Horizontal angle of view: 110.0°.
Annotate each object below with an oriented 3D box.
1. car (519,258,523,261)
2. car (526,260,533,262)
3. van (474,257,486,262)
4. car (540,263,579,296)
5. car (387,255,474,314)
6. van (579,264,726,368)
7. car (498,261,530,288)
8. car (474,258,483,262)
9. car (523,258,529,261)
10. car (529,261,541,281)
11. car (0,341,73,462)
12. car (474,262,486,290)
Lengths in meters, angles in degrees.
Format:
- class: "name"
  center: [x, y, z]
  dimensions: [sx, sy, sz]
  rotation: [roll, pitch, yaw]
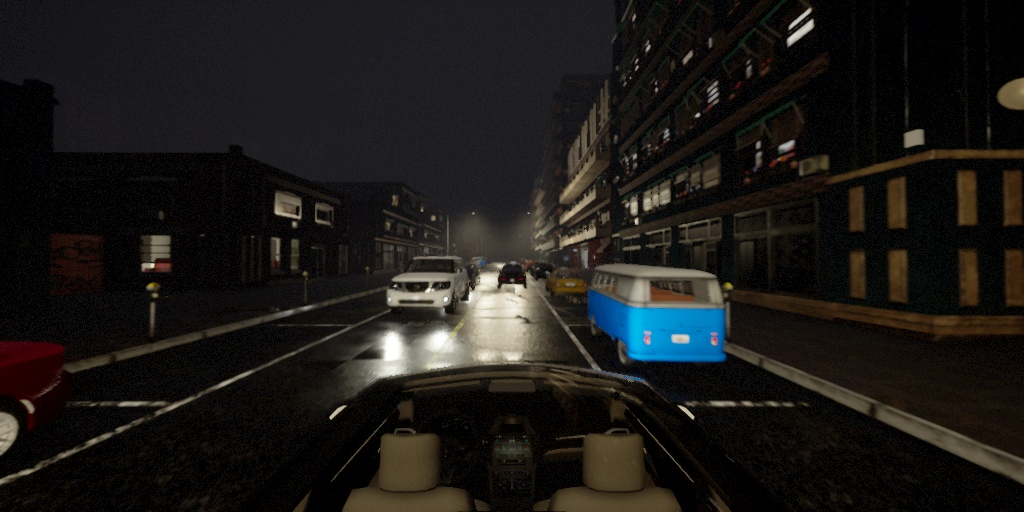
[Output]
- class: "car"
  center: [0.103, 1.292, 46.499]
  dimensions: [1.994, 1.385, 4.181]
  rotation: [0, 0, 0]
- class: "car"
  center: [2.698, 1.304, 35.500]
  dimensions: [1.948, 1.339, 4.313]
  rotation: [0, 0, 0]
- class: "van"
  center: [-5.678, 1.058, 57.784]
  dimensions: [1.690, 1.789, 3.998]
  rotation: [0, 0, 0]
- class: "car"
  center: [2.695, 1.273, 18.927]
  dimensions: [1.751, 1.417, 4.829]
  rotation: [0, 0, 0]
- class: "car"
  center: [-3.016, 0.976, 14.085]
  dimensions: [2.150, 2.045, 5.566]
  rotation: [0, 0, 0]
- class: "van"
  center: [2.693, 1.091, 7.596]
  dimensions: [1.690, 1.789, 3.998]
  rotation: [0, 0, 0]
- class: "car"
  center: [0.034, 1.272, 23.592]
  dimensions: [1.812, 1.442, 4.674]
  rotation: [0, 0, 1]
- class: "car"
  center: [-5.679, 1.289, 52.203]
  dimensions: [1.948, 1.339, 4.313]
  rotation: [0, 0, 0]
- class: "car"
  center: [2.701, 1.274, 46.662]
  dimensions: [1.888, 1.381, 4.507]
  rotation: [0, 0, 0]
- class: "car"
  center: [2.697, 1.308, 29.919]
  dimensions: [1.948, 1.339, 4.313]
  rotation: [0, 0, 0]
- class: "car"
  center: [-5.689, 1.295, 1.980]
  dimensions: [1.888, 1.381, 4.507]
  rotation: [0, 0, 0]
- class: "car"
  center: [-3.017, 1.294, 22.506]
  dimensions: [2.033, 1.411, 5.357]
  rotation: [0, 0, 0]
